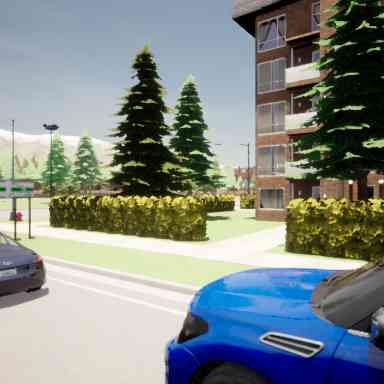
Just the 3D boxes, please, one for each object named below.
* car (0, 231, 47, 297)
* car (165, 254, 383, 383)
[{"bbox_3d":[-5.253,1.564,7.712,4.181,1.385,1.994,0,0,36],"label":"car"},{"bbox_3d":[2.395,1.222,2.280,5.566,2.045,2.150,0,0,36],"label":"car"}]
